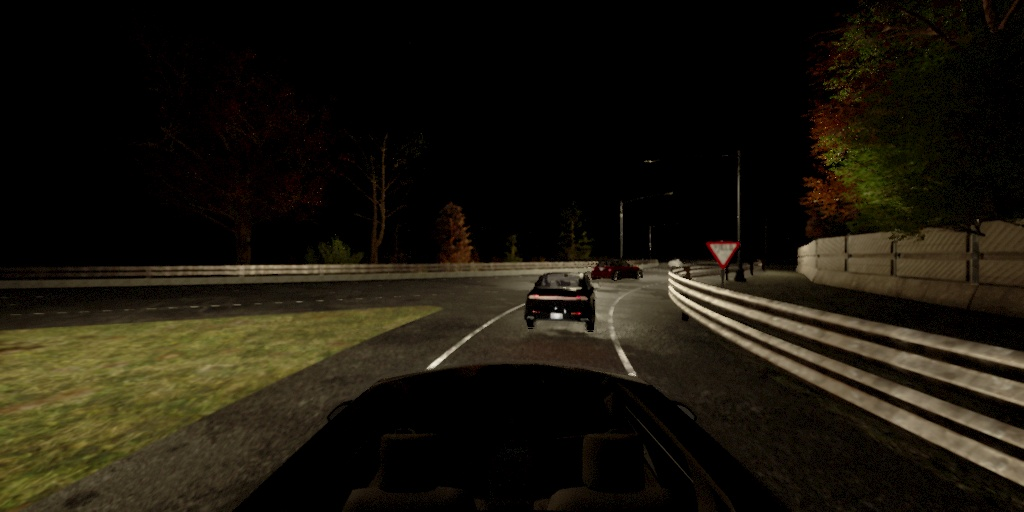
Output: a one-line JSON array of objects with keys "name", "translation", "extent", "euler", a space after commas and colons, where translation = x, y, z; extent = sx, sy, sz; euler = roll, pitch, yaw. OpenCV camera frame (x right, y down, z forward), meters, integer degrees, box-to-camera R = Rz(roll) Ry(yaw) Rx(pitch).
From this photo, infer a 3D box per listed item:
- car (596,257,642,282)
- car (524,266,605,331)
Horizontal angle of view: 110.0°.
[{"name": "car", "translation": [8.569, 1.096, 29.085], "extent": [4.553, 1.767, 2.097], "euler": [0, 0, -39]}, {"name": "car", "translation": [1.623, 1.237, 11.037], "extent": [2.128, 1.511, 4.902], "euler": [0, 0, 13]}]
